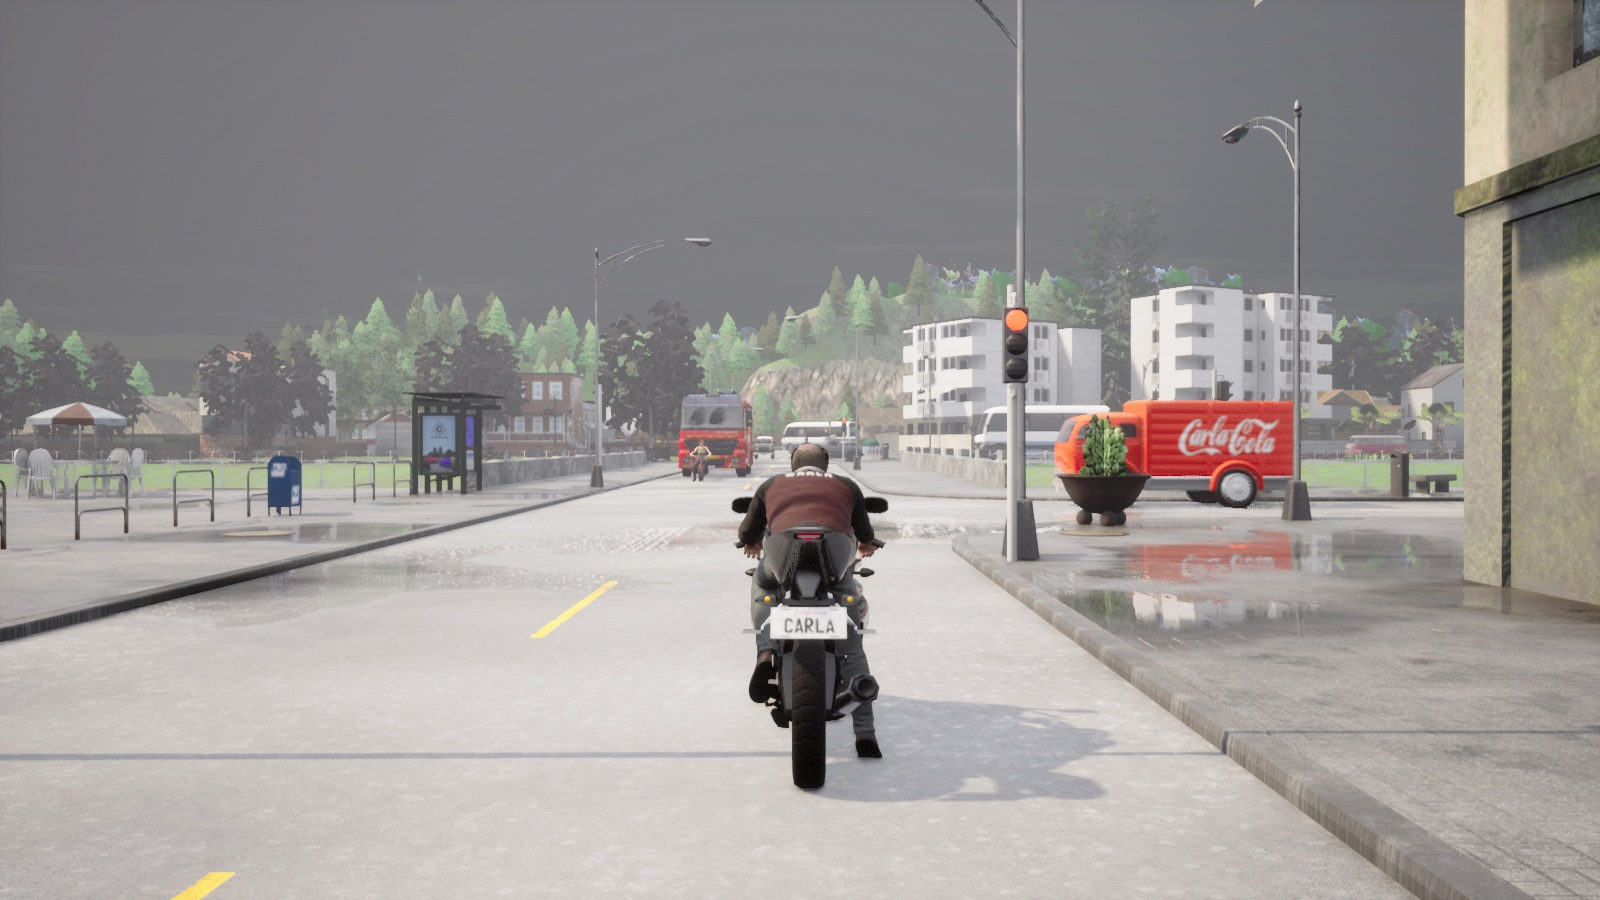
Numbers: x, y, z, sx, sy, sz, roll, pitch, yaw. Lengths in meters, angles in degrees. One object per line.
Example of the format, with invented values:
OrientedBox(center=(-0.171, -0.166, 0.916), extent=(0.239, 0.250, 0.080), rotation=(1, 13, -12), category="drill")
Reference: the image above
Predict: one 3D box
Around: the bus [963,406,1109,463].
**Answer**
OrientedBox(center=(17.761, -1.173, 95.075), extent=(10.273, 4.253, 3.944), rotation=(0, 0, 0), category="bus")

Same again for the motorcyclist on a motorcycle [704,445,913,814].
OrientedBox(center=(0.047, 0.744, 6.323), extent=(0.866, 1.530, 2.191), rotation=(0, 0, 1), category="motorcyclist on a motorcycle")

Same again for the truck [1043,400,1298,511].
OrientedBox(center=(8.539, 0.094, 29.408), extent=(5.204, 2.467, 2.627), rotation=(0, 1, 1), category="truck")

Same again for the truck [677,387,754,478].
OrientedBox(center=(-3.704, -0.755, 56.921), extent=(2.891, 3.827, 8.468), rotation=(0, 0, 0), category="truck")

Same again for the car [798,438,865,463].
OrientedBox(center=(2.339, 0.013, 94.181), extent=(4.605, 1.855, 1.932), rotation=(0, 0, -17), category="car")
